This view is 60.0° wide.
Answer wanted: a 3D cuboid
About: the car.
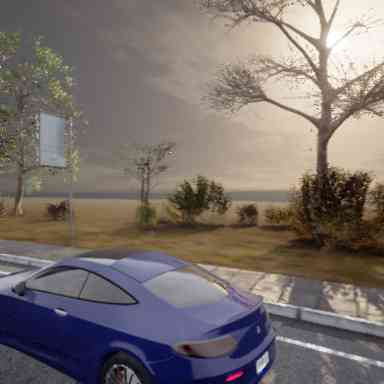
[{"bbox_3d":[-1.213,1.515,4.592,4.674,1.442,1.812,0,0,34],"label":"car"}]
